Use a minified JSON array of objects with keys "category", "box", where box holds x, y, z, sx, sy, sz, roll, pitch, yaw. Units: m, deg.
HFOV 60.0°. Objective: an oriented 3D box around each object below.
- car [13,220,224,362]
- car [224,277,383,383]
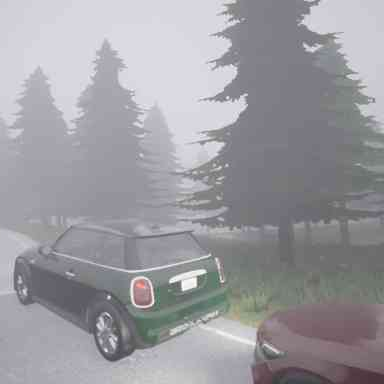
[{"category":"car","box":[-1.573,1.309,6.205,4.553,1.767,2.097,1,1,44]},{"category":"car","box":[2.760,1.532,2.589,4.674,1.442,1.812,1,0,36]}]
